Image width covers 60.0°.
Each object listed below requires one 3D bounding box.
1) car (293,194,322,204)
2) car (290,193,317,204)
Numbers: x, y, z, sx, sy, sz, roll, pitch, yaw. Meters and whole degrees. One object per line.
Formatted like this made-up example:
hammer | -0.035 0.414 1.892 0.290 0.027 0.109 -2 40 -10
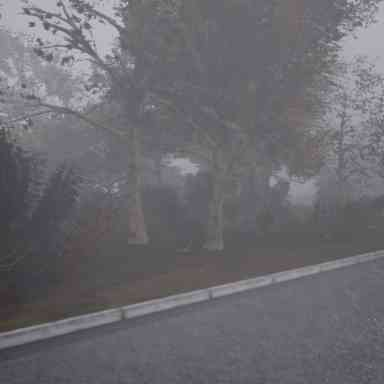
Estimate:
car | 25.325 1.519 73.072 2.435 2.045 5.566 -1 0 -36
car | 23.161 1.543 71.522 2.435 2.045 5.566 -1 0 -36
